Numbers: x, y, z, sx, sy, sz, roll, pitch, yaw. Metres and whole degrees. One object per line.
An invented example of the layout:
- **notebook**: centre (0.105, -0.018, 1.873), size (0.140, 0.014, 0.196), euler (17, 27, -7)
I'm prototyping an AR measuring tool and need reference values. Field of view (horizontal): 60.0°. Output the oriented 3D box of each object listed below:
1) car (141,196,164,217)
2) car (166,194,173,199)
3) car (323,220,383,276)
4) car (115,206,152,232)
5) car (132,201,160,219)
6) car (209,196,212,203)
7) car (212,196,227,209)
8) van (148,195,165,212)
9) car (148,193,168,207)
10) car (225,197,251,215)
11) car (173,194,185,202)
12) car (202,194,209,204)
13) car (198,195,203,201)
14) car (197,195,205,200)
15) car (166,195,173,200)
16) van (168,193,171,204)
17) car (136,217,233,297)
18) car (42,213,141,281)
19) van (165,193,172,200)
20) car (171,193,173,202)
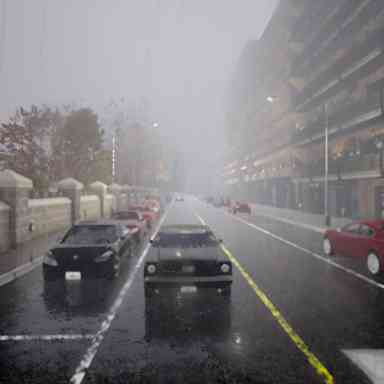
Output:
- **car**: centre (-3.494, 1.352, 26.644), size (1.967, 1.590, 4.097), euler (0, 0, -2)
- **car**: centre (-6.260, 1.339, 94.153), size (1.887, 1.381, 4.507), euler (0, 0, -2)
- **car**: centre (5.570, 1.509, 10.114), size (1.887, 1.381, 4.507), euler (0, 0, -2)
- **car**: centre (-3.034, 1.526, 15.398), size (1.802, 1.307, 4.206), euler (0, 0, -2)
- **car**: centre (-3.264, 1.470, 21.021), size (1.887, 1.381, 4.507), euler (0, 0, -2)
- **car**: centre (3.957, 1.446, 49.492), size (1.802, 1.307, 4.206), euler (0, 0, -2)
- **car**: centre (4.187, 1.316, 43.866), size (1.967, 1.590, 4.097), euler (0, 0, -2)
- **van**: centre (-3.956, 1.229, 37.896), size (1.690, 1.788, 3.998), euler (0, 0, -2)
- **car**: centre (-3.726, 1.215, 32.271), size (2.192, 1.841, 5.009), euler (0, 0, -2)
- **car**: centre (4.648, 1.482, 32.614), size (1.802, 1.307, 4.206), euler (0, 0, -2)
- **car**: centre (-2.498, 1.375, 68.022), size (2.033, 1.411, 5.357), euler (0, 0, -2)
- **car**: centre (3.496, 1.407, 60.743), size (1.947, 1.339, 4.313), euler (0, 0, -2)
- **car**: centre (3.035, 1.262, 71.993), size (1.967, 1.590, 4.097), euler (0, 0, -2)
- **car**: centre (2.344, 1.382, 88.871), size (1.802, 1.307, 4.206), euler (0, 0, -2)
- **car**: centre (-6.030, 1.382, 88.527), size (1.802, 1.307, 4.206), euler (0, 0, -2)
- **van**: centre (-4.417, 1.205, 49.148), size (1.690, 1.788, 3.998), euler (0, 0, -2)
- **car**: centre (-0.163, 1.569, 8.645), size (1.895, 1.301, 4.718), euler (0, 0, -3)
- **car**: centre (-2.803, 1.530, 9.772), size (1.947, 1.339, 4.313), euler (0, 0, -2)
- **van**: centre (-5.799, 1.148, 82.901), size (1.690, 1.788, 3.998), euler (0, 0, -2)
- **car**: centre (-4.878, 1.407, 60.400), size (1.947, 1.339, 4.313), euler (0, 0, -2)
